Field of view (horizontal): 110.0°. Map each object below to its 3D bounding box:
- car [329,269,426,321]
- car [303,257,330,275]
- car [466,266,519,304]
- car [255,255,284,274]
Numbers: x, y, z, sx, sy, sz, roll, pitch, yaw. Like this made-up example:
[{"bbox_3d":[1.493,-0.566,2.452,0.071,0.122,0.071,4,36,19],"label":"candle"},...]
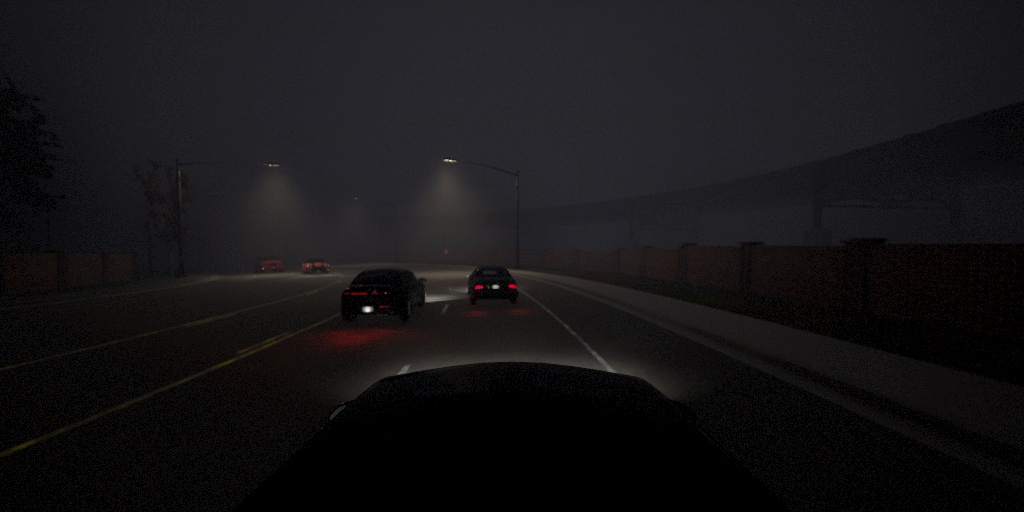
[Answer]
[{"bbox_3d":[-4.098,1.156,12.015,1.837,1.490,4.892,0,1,-6],"label":"car"},{"bbox_3d":[-19.835,0.920,36.288,2.097,1.767,4.553,-2,1,-35],"label":"car"},{"bbox_3d":[-0.935,1.131,15.363,2.033,1.411,5.357,-1,1,-8],"label":"car"},{"bbox_3d":[-27.357,0.892,40.350,2.150,2.045,5.566,-2,1,-43],"label":"car"}]
